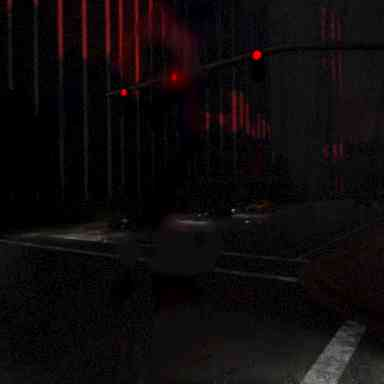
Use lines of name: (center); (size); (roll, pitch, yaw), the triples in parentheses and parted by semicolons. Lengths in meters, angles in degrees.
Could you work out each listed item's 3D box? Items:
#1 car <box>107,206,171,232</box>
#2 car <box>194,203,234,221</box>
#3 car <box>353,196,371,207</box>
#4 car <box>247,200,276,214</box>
car: (-3.489, 1.731, 22.650); (1.882, 1.535, 5.008); (-1, -1, 36)
car: (2.056, 1.757, 30.389); (1.837, 1.490, 4.892); (-1, -1, 36)
car: (27.125, 1.463, 53.032); (2.097, 1.767, 4.553); (-1, -1, 36)
car: (8.133, 1.728, 38.861); (1.882, 1.535, 5.008); (-1, -1, 36)
